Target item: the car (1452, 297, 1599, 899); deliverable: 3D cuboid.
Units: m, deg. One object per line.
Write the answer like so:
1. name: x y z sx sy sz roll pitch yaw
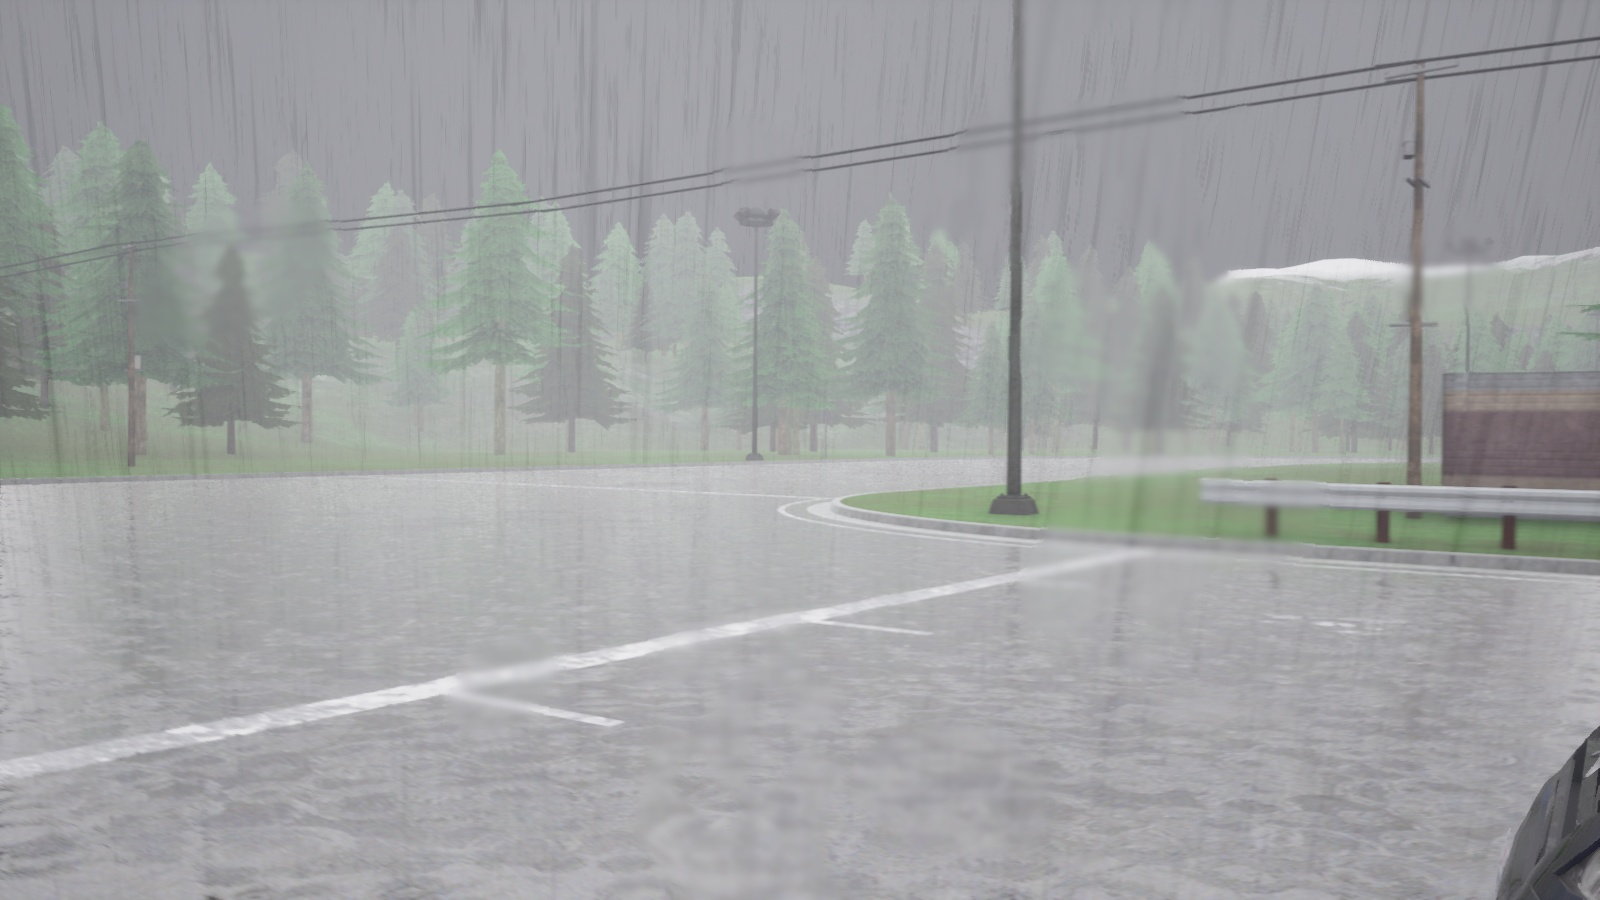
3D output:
1. car: 3.143 0.580 1.533 3.988 1.617 1.851 0 1 34
